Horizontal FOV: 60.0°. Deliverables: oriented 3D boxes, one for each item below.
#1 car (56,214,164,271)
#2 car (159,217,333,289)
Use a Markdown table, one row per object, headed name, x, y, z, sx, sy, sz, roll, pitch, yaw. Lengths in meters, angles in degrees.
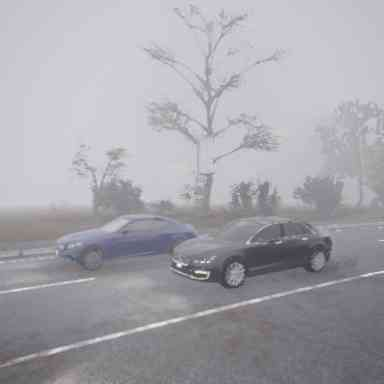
| name | x | y | z | sx | sy | sz | roll | pitch | yaw |
| --- | --- | --- | --- | --- | --- | --- | --- | --- | --- |
| car | -1.944 | 1.483 | 10.895 | 4.674 | 1.442 | 1.812 | 0 | 0 | -33 |
| car | 1.768 | 1.472 | 9.101 | 4.892 | 1.490 | 1.837 | 0 | 0 | -31 |
